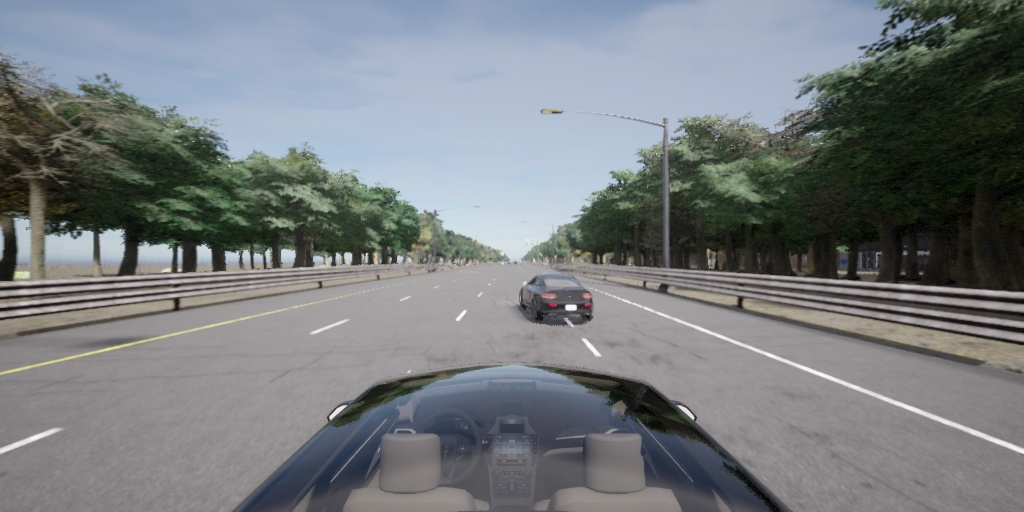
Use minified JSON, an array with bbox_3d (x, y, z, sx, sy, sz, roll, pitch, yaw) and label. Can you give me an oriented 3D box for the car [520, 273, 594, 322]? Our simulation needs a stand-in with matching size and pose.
[{"bbox_3d":[1.428,1.323,12.555,1.812,1.442,4.674,0,0,-7],"label":"car"}]
